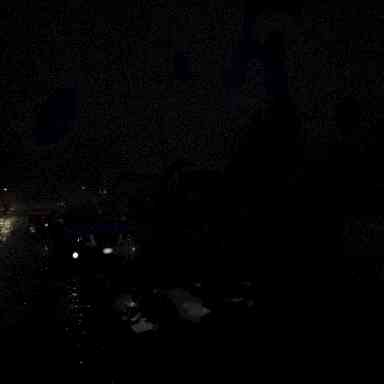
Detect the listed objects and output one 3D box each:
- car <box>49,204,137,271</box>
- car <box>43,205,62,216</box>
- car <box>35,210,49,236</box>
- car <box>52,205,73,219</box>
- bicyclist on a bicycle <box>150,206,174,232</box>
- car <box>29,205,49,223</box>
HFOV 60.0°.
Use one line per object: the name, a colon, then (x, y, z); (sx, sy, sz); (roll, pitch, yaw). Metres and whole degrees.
car: (-3.868, 1.498, 12.551); (2.150, 2.045, 5.566); (0, -1, -28)
car: (-20.904, 2.676, 49.793); (2.033, 1.411, 5.357); (0, -1, -29)
car: (-9.095, 2.108, 22.136); (1.895, 1.301, 4.718); (0, -1, -29)
car: (-15.936, 2.421, 40.755); (1.837, 1.490, 4.892); (0, -1, -28)
bicyclist on a bicycle: (-1.922, 1.720, 21.199); (1.656, 1.620, 0.582); (0, -1, -29)
car: (-15.853, 2.280, 34.591); (1.882, 1.535, 5.008); (0, -1, -28)
